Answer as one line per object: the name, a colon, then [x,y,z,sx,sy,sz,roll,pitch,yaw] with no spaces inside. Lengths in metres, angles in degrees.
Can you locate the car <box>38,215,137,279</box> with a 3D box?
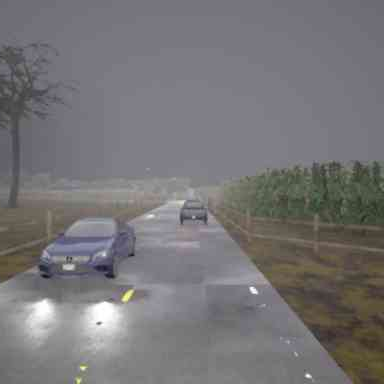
car: [-2.833,1.475,10.029,1.812,1.442,4.674,0,0,0]

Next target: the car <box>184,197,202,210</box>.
car: [0.113,1.370,42.122,2.128,1.511,4.902,0,0,0]

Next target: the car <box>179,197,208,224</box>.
car: [0.108,1.387,23.590,2.128,1.511,4.902,0,0,0]
